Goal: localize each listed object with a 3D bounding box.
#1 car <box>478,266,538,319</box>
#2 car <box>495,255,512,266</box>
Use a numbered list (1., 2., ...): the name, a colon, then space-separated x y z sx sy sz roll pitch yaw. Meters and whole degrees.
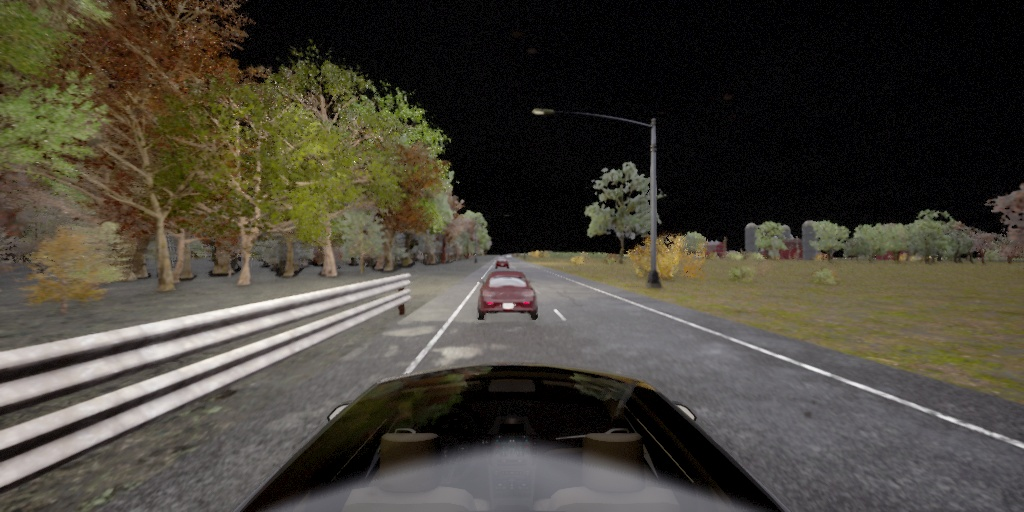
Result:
1. car: -0.178 1.234 12.455 1.812 1.442 4.674 0 0 -2
2. car: -1.401 1.025 52.227 1.882 1.535 5.008 0 0 -2
